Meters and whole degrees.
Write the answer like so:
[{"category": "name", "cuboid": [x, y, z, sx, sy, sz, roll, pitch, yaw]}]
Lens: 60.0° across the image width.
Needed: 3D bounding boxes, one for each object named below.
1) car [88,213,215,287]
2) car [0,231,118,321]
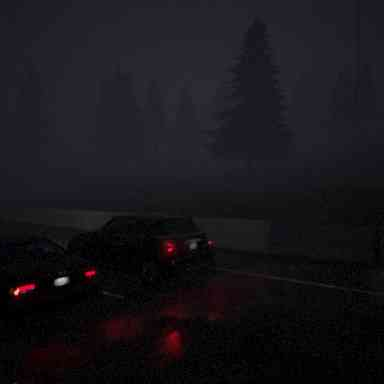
[{"category": "car", "cuboid": [-1.651, 1.392, 9.699, 4.553, 1.767, 2.097, -1, 0, 38]}, {"category": "car", "cuboid": [-4.211, 1.590, 7.229, 5.357, 1.411, 2.033, 0, 0, 38]}]
